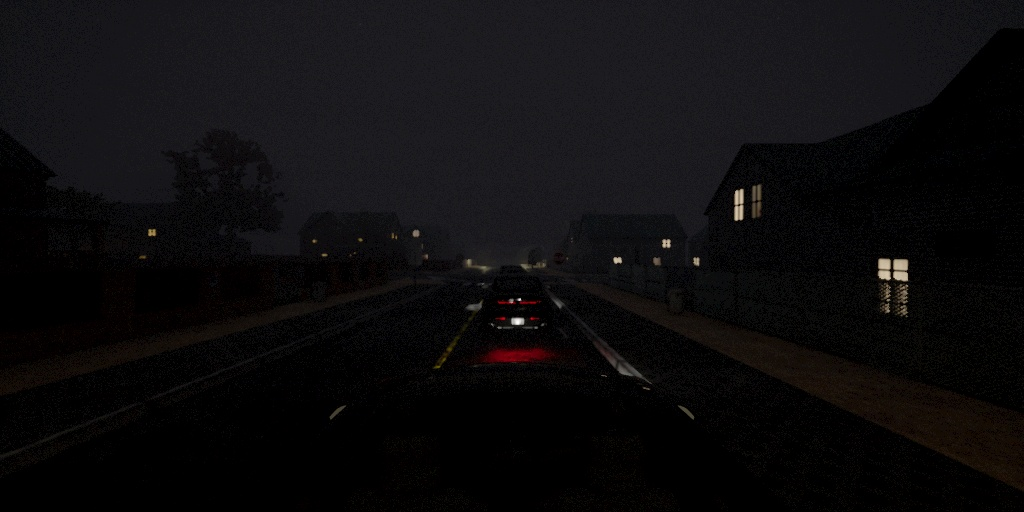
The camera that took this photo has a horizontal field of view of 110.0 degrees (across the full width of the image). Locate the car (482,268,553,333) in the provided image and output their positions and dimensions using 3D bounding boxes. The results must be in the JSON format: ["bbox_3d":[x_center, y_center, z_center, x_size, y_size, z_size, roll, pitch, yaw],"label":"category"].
[{"bbox_3d":[0.130,1.291,10.911,1.837,1.490,4.892,0,0,0],"label":"car"}]

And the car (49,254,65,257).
[{"bbox_3d":[-45.058,0.516,34.457,5.357,1.411,2.033,1,1,2],"label":"car"}]

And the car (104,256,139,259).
[{"bbox_3d":[-33.963,0.741,31.355,4.892,1.490,1.837,1,1,1],"label":"car"}]

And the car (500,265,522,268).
[{"bbox_3d":[-0.085,1.339,23.045,1.837,1.490,4.892,0,0,-4],"label":"car"}]

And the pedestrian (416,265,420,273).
[{"bbox_3d":[-9.579,0.759,36.740,0.375,1.860,0.375,0,0,1],"label":"pedestrian"}]
